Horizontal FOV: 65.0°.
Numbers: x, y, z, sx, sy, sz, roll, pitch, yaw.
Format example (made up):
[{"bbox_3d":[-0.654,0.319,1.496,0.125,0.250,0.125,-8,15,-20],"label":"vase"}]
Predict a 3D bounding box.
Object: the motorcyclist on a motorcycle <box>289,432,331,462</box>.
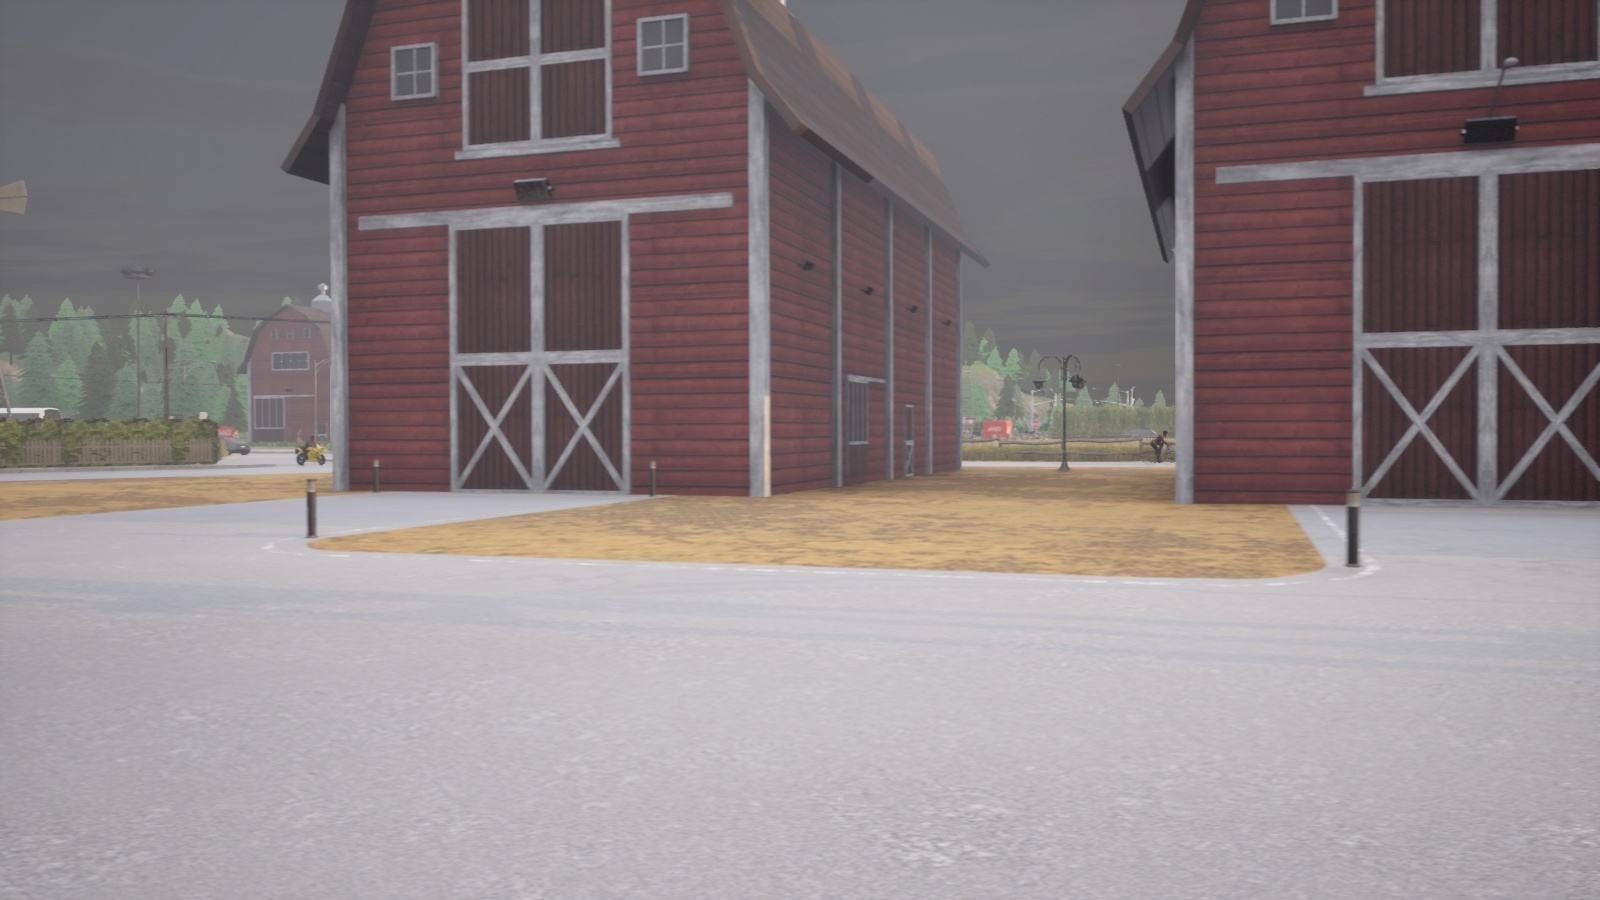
[{"bbox_3d":[-24.682,-0.157,63.225,2.044,1.523,0.797,1,1,25],"label":"motorcyclist on a motorcycle"}]
